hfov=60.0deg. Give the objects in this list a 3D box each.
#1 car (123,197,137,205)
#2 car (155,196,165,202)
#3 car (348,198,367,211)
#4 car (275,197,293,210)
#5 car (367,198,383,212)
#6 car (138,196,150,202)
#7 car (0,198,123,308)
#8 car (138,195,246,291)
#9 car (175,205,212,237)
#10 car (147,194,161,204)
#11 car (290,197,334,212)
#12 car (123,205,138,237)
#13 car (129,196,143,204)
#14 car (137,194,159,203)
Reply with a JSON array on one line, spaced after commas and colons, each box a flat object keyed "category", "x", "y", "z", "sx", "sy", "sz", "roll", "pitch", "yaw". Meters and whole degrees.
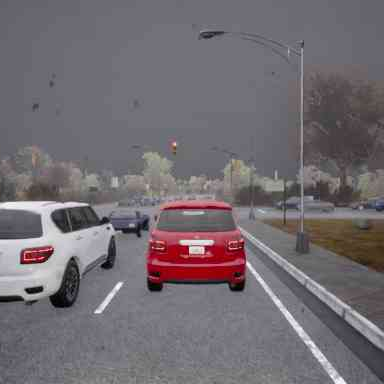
[{"category": "car", "x": -10.657, "y": 1.601, "z": 54.423, "sx": 1.895, "sy": 1.301, "sz": 4.718, "roll": 0, "pitch": 0, "yaw": 1}, {"category": "car", "x": -7.067, "y": 1.595, "z": 73.497, "sx": 1.895, "sy": 1.301, "sz": 4.718, "roll": 0, "pitch": 0, "yaw": 0}, {"category": "car", "x": 21.725, "y": 1.499, "z": 40.569, "sx": 4.892, "sy": 1.490, "sz": 1.837, "roll": 0, "pitch": 0, "yaw": 3}, {"category": "car", "x": 12.594, "y": 1.352, "z": 41.060, "sx": 4.553, "sy": 1.767, "sz": 2.097, "roll": 0, "pitch": 0, "yaw": 3}, {"category": "car", "x": 23.079, "y": 1.212, "z": 36.990, "sx": 5.566, "sy": 2.045, "sz": 2.150, "roll": 0, "pitch": 0, "yaw": 3}, {"category": "car", "x": -10.567, "y": 1.552, "z": 73.301, "sx": 1.994, "sy": 1.385, "sz": 4.181, "roll": 0, "pitch": 0, "yaw": 0}, {"category": "car", "x": -3.407, "y": 1.221, "z": 8.069, "sx": 2.150, "sy": 2.045, "sz": 5.566, "roll": 0, "pitch": 0, "yaw": 0}, {"category": "car", "x": 0.090, "y": 1.221, "z": 9.131, "sx": 2.150, "sy": 2.045, "sz": 5.566, "roll": 0, "pitch": 0, "yaw": 0}, {"category": "car", "x": 0.084, "y": 1.526, "z": 18.824, "sx": 1.812, "sy": 1.442, "sz": 4.674, "roll": 0, "pitch": 0, "yaw": 0}, {"category": "car", "x": -7.112, "y": 1.352, "z": 63.249, "sx": 2.097, "sy": 1.767, "sz": 4.553, "roll": 0, "pitch": 0, "yaw": 0}, {"category": "car", "x": 13.743, "y": 1.564, "z": 37.491, "sx": 4.181, "sy": 1.385, "sz": 1.994, "roll": 0, "pitch": 0, "yaw": 3}, {"category": "car", "x": -3.415, "y": 1.601, "z": 17.837, "sx": 1.895, "sy": 1.301, "sz": 4.718, "roll": 0, "pitch": 0, "yaw": 0}, {"category": "car", "x": -10.603, "y": 1.564, "z": 63.258, "sx": 1.994, "sy": 1.385, "sz": 4.181, "roll": 0, "pitch": 0, "yaw": 1}, {"category": "car", "x": -7.124, "y": 1.352, "z": 54.364, "sx": 2.097, "sy": 1.767, "sz": 4.553, "roll": 0, "pitch": 0, "yaw": 0}]
